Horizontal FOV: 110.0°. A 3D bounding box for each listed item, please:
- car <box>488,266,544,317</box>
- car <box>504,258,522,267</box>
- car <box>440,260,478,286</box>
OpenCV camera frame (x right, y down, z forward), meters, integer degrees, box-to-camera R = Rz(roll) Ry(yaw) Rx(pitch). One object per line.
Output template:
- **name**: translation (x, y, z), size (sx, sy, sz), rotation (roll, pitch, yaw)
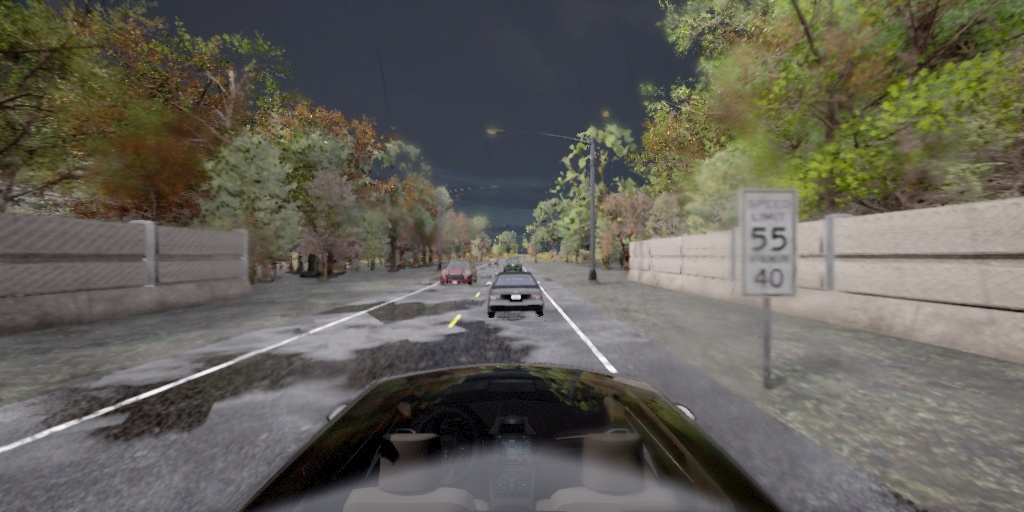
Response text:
- **car**: translation (0.103, 1.271, 13.078), size (2.033, 1.411, 5.357), rotation (-1, 0, 0)
- **car**: translation (0.109, 1.019, 41.371), size (2.097, 1.767, 4.553), rotation (0, 0, 0)
- **car**: translation (-3.583, 1.059, 24.763), size (2.097, 1.767, 4.553), rotation (1, 0, 0)
